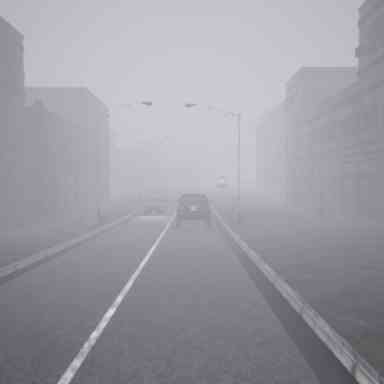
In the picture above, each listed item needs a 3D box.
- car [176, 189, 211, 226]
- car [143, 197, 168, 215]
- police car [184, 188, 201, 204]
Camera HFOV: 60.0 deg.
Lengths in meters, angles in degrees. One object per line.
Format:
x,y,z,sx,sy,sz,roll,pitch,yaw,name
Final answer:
0.095,1.063,22.087,2.150,2.045,5.566,0,1,0,car
-3.104,1.164,29.528,2.033,1.411,5.357,0,2,0,car
0.088,0.416,41.117,1.930,1.638,5.238,0,4,0,police car
